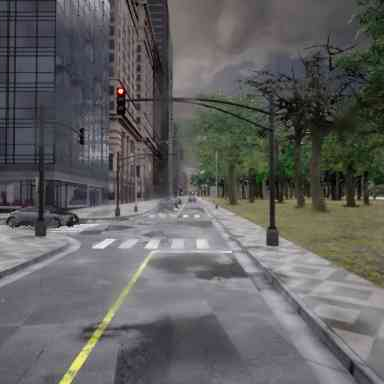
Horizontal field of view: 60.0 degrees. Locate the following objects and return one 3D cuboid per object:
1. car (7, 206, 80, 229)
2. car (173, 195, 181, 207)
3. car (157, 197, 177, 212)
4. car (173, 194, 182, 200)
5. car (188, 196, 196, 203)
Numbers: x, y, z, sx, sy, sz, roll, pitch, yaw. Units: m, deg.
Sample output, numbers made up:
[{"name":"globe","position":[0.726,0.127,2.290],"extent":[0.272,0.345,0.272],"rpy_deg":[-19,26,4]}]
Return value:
[{"name":"car","position":[-9.271,1.545,20.873],"extent":[4.181,1.385,1.994],"rpy_deg":[0,-1,8]},{"name":"car","position":[-3.040,1.624,49.544],"extent":[1.837,1.490,4.892],"rpy_deg":[0,0,0]},{"name":"car","position":[-3.082,1.627,39.411],"extent":[2.033,1.411,5.357],"rpy_deg":[0,0,-4]},{"name":"car","position":[-2.984,1.680,63.096],"extent":[1.837,1.490,4.892],"rpy_deg":[0,0,0]},{"name":"car","position":[0.091,1.774,79.422],"extent":[2.128,1.511,4.902],"rpy_deg":[0,0,0]}]
